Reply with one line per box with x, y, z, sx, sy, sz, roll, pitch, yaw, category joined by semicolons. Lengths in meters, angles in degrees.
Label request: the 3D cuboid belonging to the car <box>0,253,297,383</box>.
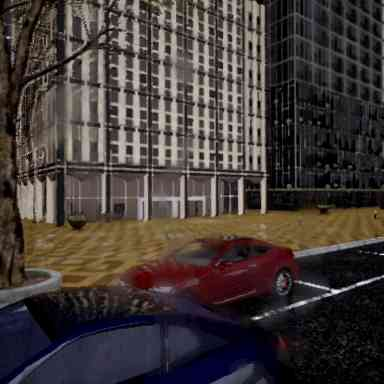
-1.073;1.580;2.597;4.181;1.385;1.994;0;0;-36;car

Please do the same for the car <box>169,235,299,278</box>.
0.536;1.606;6.997;4.206;1.307;1.802;0;0;-36;car
